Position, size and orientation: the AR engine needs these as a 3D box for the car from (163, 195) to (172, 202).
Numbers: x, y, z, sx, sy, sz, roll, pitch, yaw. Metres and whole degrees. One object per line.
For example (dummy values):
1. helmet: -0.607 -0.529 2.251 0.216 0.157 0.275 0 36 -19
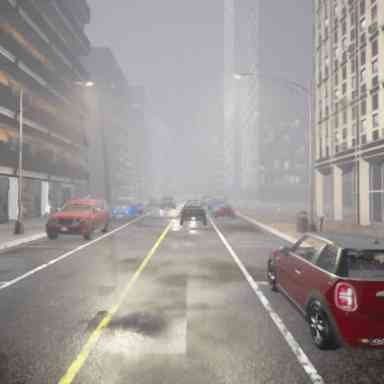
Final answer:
1. car: -5.703 1.563 77.455 1.752 1.417 4.829 1 0 0

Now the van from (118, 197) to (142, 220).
1. van: -5.649 1.356 28.299 1.690 1.788 3.998 1 0 0

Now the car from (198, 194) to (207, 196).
1. car: 2.687 1.345 61.128 2.192 1.841 5.009 1 0 0

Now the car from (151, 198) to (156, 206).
1. car: -5.662 1.607 50.486 1.802 1.307 4.206 1 0 0

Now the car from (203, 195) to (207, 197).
1. car: 2.685 1.607 50.592 1.802 1.307 4.206 1 0 0

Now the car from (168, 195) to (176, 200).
1. car: -5.709 1.590 94.158 1.887 1.381 4.507 1 0 0

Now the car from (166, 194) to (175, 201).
1. car: -5.703 1.358 88.647 2.192 1.841 5.009 1 0 0

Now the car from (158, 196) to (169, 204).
1. car: -5.699 1.558 66.432 1.752 1.417 4.829 1 0 0

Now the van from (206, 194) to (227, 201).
1. van: 2.696 1.358 33.950 1.690 1.788 3.998 1 0 0

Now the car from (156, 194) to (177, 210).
1. car: -3.102 1.373 43.658 2.097 1.767 4.553 0 0 0

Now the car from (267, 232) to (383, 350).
1. car: 2.704 1.444 6.211 1.967 1.590 4.097 1 0 0

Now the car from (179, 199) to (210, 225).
1. car: 0.091 1.516 24.423 1.837 1.490 4.892 0 0 0

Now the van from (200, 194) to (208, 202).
1. van: 2.680 1.379 77.652 1.690 1.788 3.998 1 0 0

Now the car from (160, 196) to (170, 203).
1. car: -5.701 1.560 71.944 1.752 1.417 4.829 1 0 0

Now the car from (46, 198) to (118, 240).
1. car: -5.644 1.324 17.206 2.192 1.841 5.009 1 0 0

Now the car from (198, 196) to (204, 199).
1. car: 0.084 1.569 42.826 2.033 1.411 5.357 0 0 0

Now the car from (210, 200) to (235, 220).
1. car: 2.694 1.597 28.402 1.802 1.307 4.206 1 0 0

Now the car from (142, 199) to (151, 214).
1. car: -5.656 1.599 33.846 1.802 1.307 4.206 1 0 0

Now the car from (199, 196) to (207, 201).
1. car: 2.673 1.622 83.160 1.802 1.307 4.206 1 0 0

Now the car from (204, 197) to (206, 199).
1. car: 2.690 1.565 39.497 1.887 1.381 4.507 1 0 0

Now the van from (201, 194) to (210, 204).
1. van: 2.684 1.374 66.636 1.690 1.788 3.998 1 0 0
